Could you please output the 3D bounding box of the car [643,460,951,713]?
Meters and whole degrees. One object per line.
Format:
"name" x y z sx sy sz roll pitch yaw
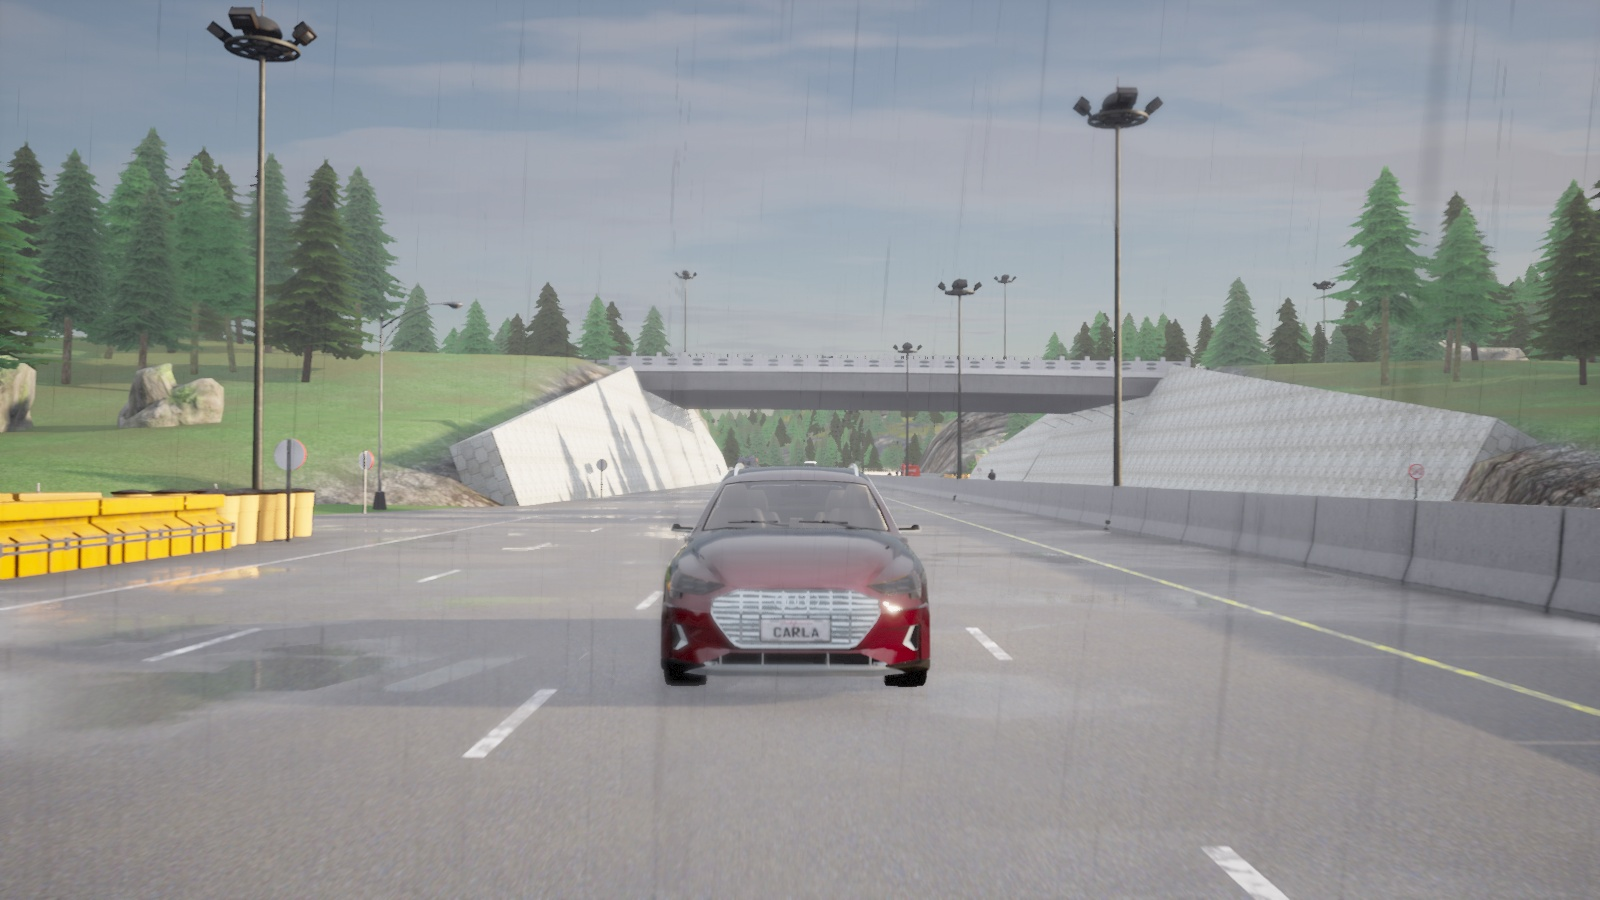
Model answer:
"car" -0.027 0.922 10.739 2.033 1.649 4.856 0 0 0
